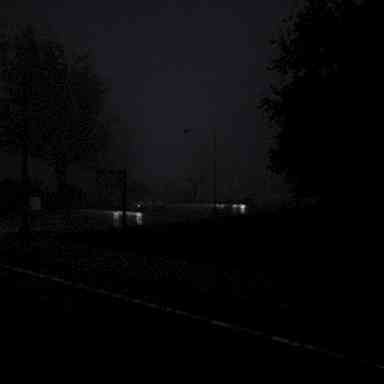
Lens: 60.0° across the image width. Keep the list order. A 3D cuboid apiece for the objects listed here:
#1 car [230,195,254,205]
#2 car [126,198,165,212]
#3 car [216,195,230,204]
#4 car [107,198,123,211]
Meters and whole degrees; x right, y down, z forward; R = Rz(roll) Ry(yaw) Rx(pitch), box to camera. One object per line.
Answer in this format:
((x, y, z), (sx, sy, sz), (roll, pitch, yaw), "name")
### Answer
((8.660, 1.340, 55.349), (1.812, 1.442, 4.674), (0, 0, 35), "car")
((-4.961, 1.446, 37.428), (1.812, 1.442, 4.674), (0, 0, 38), "car")
((5.906, 1.296, 57.512), (2.128, 1.511, 4.902), (0, 0, 35), "car")
((-7.805, 1.438, 39.474), (1.812, 1.442, 4.674), (0, 0, 38), "car")
